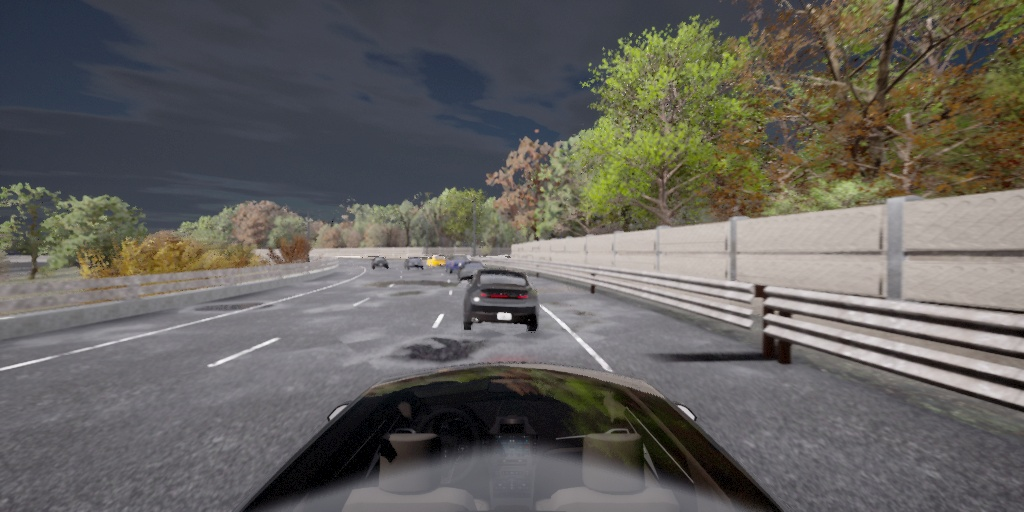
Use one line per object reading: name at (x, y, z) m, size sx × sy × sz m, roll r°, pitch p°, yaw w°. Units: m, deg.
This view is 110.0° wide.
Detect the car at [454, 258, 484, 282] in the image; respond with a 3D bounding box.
car at (-2.756, 1.052, 24.980) m, size 1.994 × 1.385 × 4.181 m, roll 0°, pitch 1°, yaw -12°

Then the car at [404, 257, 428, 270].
car at (-11.605, 0.861, 42.206) m, size 2.033 × 1.411 × 5.357 m, roll 0°, pitch 1°, yaw -22°

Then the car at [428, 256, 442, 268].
car at (-9.920, 0.728, 47.169) m, size 1.882 × 1.535 × 5.008 m, roll 0°, pitch 1°, yaw -24°

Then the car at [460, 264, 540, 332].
car at (-0.417, 1.130, 10.306) m, size 1.837 × 1.490 × 4.892 m, roll 3°, pitch -1°, yaw -6°

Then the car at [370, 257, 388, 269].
car at (-16.639, 0.820, 45.020) m, size 1.812 × 1.442 × 4.674 m, roll 0°, pitch 1°, yaw -24°

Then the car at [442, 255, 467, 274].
car at (-5.338, 0.728, 35.195) m, size 2.097 × 1.767 × 4.553 m, roll 0°, pitch 1°, yaw -17°
